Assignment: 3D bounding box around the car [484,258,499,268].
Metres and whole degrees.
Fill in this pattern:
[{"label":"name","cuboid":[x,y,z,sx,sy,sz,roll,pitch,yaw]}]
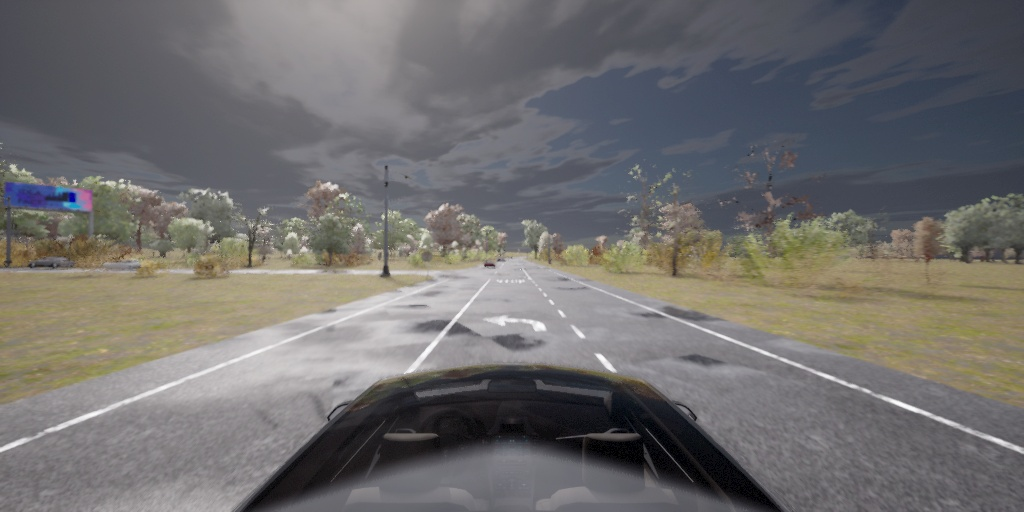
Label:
[{"label":"car","cuboid":[-3.666,1.310,59.429,1.895,1.301,4.718,0,0,0]}]
